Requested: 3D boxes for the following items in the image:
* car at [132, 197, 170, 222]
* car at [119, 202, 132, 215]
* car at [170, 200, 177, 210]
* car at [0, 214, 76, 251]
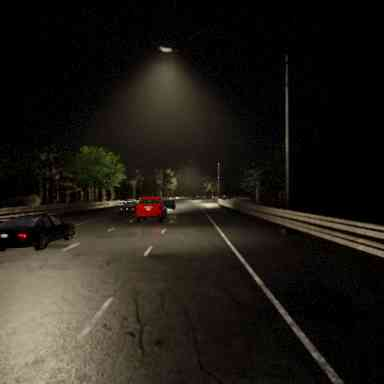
[{"bbox_3d":[-3.432,1.481,28.851,2.150,2.045,5.566,0,-1,0],"label":"car"},{"bbox_3d":[-6.943,1.891,38.012,2.033,1.411,5.357,0,0,0],"label":"car"},{"bbox_3d":[-3.446,1.924,51.010,1.882,1.535,5.008,0,0,0],"label":"car"},{"bbox_3d":[-6.916,1.694,14.804,2.033,1.411,5.357,0,0,0],"label":"car"}]
